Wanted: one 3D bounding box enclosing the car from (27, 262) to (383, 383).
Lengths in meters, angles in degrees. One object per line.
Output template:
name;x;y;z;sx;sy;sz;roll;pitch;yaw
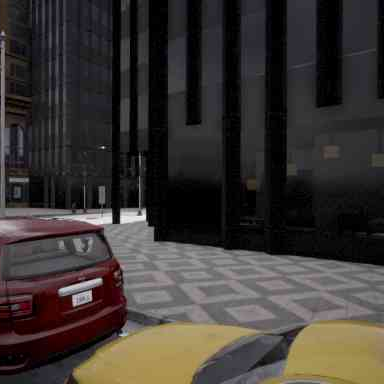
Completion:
car;1.064;1.525;2.200;4.829;1.417;1.752;0;0;35

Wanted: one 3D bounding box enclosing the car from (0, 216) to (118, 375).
car;-3.217;1.314;5.249;5.009;1.841;2.192;0;0;35
